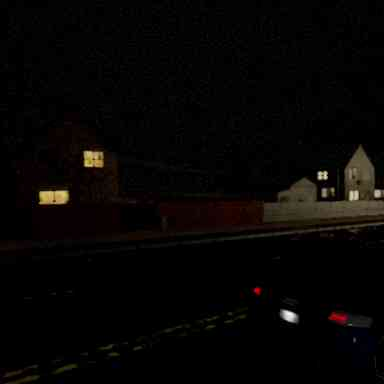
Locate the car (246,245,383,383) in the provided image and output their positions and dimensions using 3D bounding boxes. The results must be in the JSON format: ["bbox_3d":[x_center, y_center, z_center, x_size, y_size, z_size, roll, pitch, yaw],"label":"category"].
[{"bbox_3d":[2.898,1.603,5.492,4.181,1.385,1.994,1,0,-35],"label":"car"}]
